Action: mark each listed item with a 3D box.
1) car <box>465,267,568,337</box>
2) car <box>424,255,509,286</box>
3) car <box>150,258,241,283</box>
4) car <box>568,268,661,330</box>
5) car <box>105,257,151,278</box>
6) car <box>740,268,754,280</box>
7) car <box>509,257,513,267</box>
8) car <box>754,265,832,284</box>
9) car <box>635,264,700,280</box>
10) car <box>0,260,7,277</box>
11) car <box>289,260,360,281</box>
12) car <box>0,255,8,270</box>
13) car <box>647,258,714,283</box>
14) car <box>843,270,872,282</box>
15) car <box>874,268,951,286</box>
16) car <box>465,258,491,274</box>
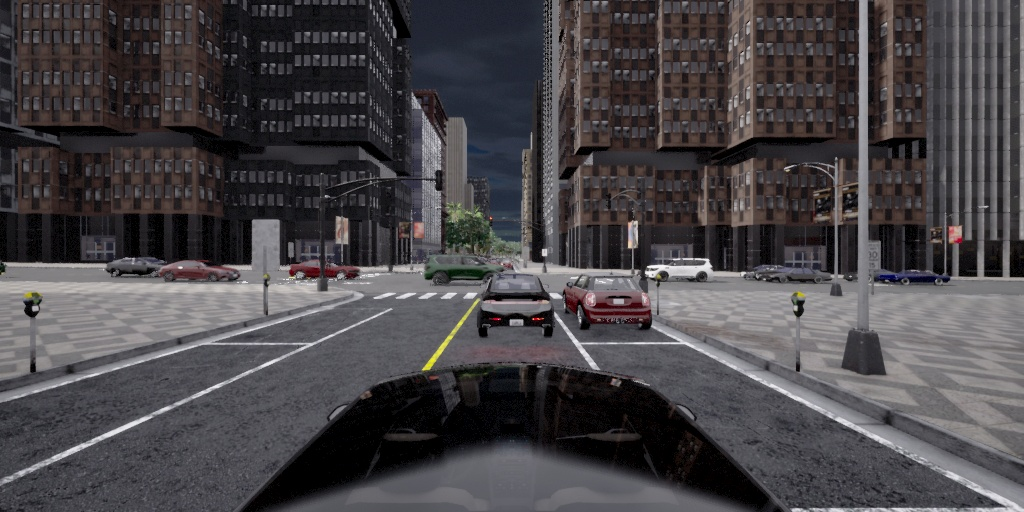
[{"bbox_3d":[0.077,1.241,10.260,2.128,1.511,4.902,0,0,-1],"label":"car"},{"bbox_3d":[-3.149,0.958,24.420,5.566,2.045,2.150,1,0,-1],"label":"car"},{"bbox_3d":[-21.083,1.012,24.269,4.674,1.442,1.812,1,0,0],"label":"car"},{"bbox_3d":[2.735,1.190,11.146,1.967,1.591,4.097,0,0,0],"label":"car"},{"bbox_3d":[-28.005,0.874,27.458,4.902,1.511,2.128,1,0,0],"label":"car"},{"bbox_3d":[24.708,1.620,34.618,4.902,1.511,2.128,1,0,-1],"label":"car"},{"bbox_3d":[-0.755,1.198,52.527,1.967,1.591,4.097,0,0,-1],"label":"car"},{"bbox_3d":[24.750,1.680,31.367,5.357,1.411,2.033,1,0,0],"label":"car"},{"bbox_3d":[14.909,1.533,34.523,5.357,1.411,2.033,1,0,1],"label":"car"},{"bbox_3d":[-37.893,0.466,24.123,5.566,2.045,2.150,1,0,0],"label":"car"},{"bbox_3d":[-14.312,1.054,27.576,5.008,1.535,1.882,1,0,0],"label":"car"},{"bbox_3d":[-51.913,0.573,33.941,5.357,1.411,2.033,1,0,-1],"label":"car"},{"bbox_3d":[14.510,1.205,31.259,5.566,2.045,2.150,1,0,1],"label":"car"},{"bbox_3d":[34.730,1.838,34.697,4.181,1.385,1.994,1,0,-1],"label":"car"},{"bbox_3d":[35.077,1.884,31.448,4.718,1.301,1.895,1,0,0],"label":"car"},{"bbox_3d":[-3.842,1.085,41.361,2.097,1.767,4.553,0,0,6],"label":"car"}]
